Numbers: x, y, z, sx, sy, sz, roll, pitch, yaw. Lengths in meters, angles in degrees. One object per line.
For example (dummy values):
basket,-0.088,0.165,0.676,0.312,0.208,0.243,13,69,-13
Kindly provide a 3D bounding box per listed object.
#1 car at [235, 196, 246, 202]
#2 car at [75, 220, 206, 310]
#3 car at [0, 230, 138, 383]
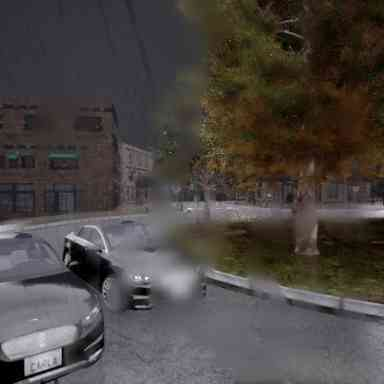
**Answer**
car,12.423,1.740,81.242,1.882,1.535,5.008,0,-1,43
car,-1.615,1.461,7.824,2.128,1.511,4.902,0,0,-35
car,-3.065,1.477,5.327,2.128,1.511,4.902,0,0,-39
